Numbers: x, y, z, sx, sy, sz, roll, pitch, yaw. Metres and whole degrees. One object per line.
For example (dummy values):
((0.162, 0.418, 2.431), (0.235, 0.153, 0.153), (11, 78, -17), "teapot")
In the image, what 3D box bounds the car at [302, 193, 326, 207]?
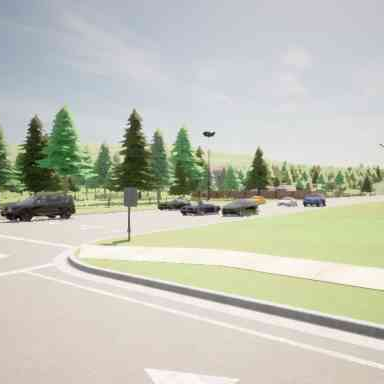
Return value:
((18.538, 1.224, 50.222), (2.150, 2.045, 5.566), (0, 0, 37), "car")

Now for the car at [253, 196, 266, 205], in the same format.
((11.117, 1.478, 57.829), (1.882, 1.535, 5.008), (0, 0, 37), "car")

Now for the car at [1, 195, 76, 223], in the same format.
((-11.987, 1.223, 26.453), (2.150, 2.045, 5.566), (0, 0, 36), "car")

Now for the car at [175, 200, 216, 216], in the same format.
((0.857, 1.601, 32.141), (1.895, 1.301, 4.718), (0, 0, 36), "car")

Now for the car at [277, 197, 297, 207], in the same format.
((14.669, 1.525, 50.888), (1.812, 1.442, 4.674), (0, 0, 37), "car")

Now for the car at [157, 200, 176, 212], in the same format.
((-2.049, 1.601, 40.014), (1.895, 1.301, 4.718), (0, 0, 36), "car")

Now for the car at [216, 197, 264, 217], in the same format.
((4.591, 1.477, 31.315), (1.882, 1.535, 5.008), (0, 0, 36), "car")
